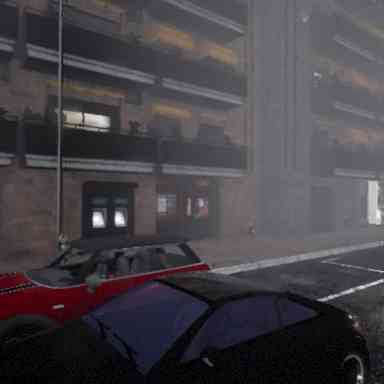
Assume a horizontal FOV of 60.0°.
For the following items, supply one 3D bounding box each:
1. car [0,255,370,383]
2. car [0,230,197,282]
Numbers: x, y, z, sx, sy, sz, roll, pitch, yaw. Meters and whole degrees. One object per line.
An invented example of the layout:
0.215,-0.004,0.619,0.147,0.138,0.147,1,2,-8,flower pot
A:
-0.041,1.605,3.346,4.181,1.385,1.994,1,-1,-37,car
-1.573,1.500,5.434,4.097,1.590,1.967,1,-1,-37,car
